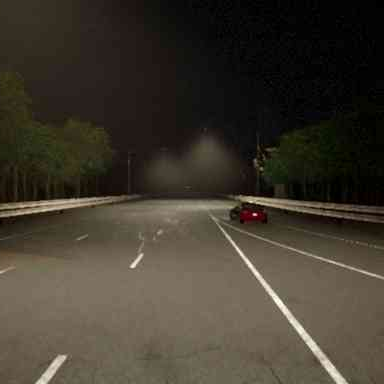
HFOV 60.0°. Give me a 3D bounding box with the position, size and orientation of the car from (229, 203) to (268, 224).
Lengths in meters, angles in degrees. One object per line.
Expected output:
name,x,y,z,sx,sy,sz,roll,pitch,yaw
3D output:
car,3.973,1.464,23.952,1.994,1.385,4.181,0,0,-5
